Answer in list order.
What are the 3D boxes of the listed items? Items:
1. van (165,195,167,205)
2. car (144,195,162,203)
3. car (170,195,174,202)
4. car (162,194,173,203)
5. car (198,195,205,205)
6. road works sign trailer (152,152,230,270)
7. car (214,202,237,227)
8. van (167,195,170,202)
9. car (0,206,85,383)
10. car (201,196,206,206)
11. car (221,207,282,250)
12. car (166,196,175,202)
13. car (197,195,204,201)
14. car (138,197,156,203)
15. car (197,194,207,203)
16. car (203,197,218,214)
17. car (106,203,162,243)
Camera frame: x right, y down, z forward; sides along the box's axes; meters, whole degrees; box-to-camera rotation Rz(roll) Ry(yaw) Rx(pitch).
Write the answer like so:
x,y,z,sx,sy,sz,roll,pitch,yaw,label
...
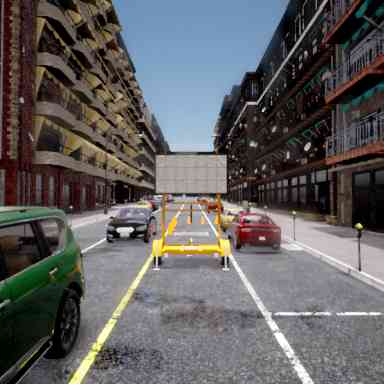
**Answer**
x,y,z,sx,sy,sz,roll,pitch,yaw,label
-5.400,1.454,53.097,1.690,1.788,3.998,2,0,0,van
-5.376,1.394,42.038,2.192,1.841,5.009,2,0,0,car
-5.436,1.494,69.690,2.192,1.841,5.009,1,0,0,car
-5.447,1.518,75.219,2.192,1.841,5.009,1,0,0,car
2.463,1.678,58.583,1.887,1.381,4.507,1,0,0,car
-0.022,0.475,10.998,2.380,3.560,2.880,0,0,0,road works sign trailer
2.545,1.551,20.039,1.752,1.417,4.829,1,0,0,car
-5.413,1.474,58.629,1.690,1.788,3.998,1,0,0,van
-2.749,1.224,3.079,2.150,2.045,5.566,0,0,0,car
2.497,1.629,41.991,2.008,1.369,4.403,1,0,0,car
2.556,1.561,14.337,1.887,1.381,4.507,1,0,0,car
-5.477,1.822,86.281,1.947,1.339,4.313,1,0,0,car
2.360,1.726,91.770,1.967,1.590,4.097,1,0,0,car
-5.370,1.589,36.336,1.752,1.417,4.829,2,0,0,car
2.387,1.543,80.707,2.192,1.841,5.009,1,0,0,car
2.509,1.609,36.460,1.887,1.381,4.507,1,0,0,car
-2.789,1.511,16.137,2.128,1.511,4.902,0,0,0,car
